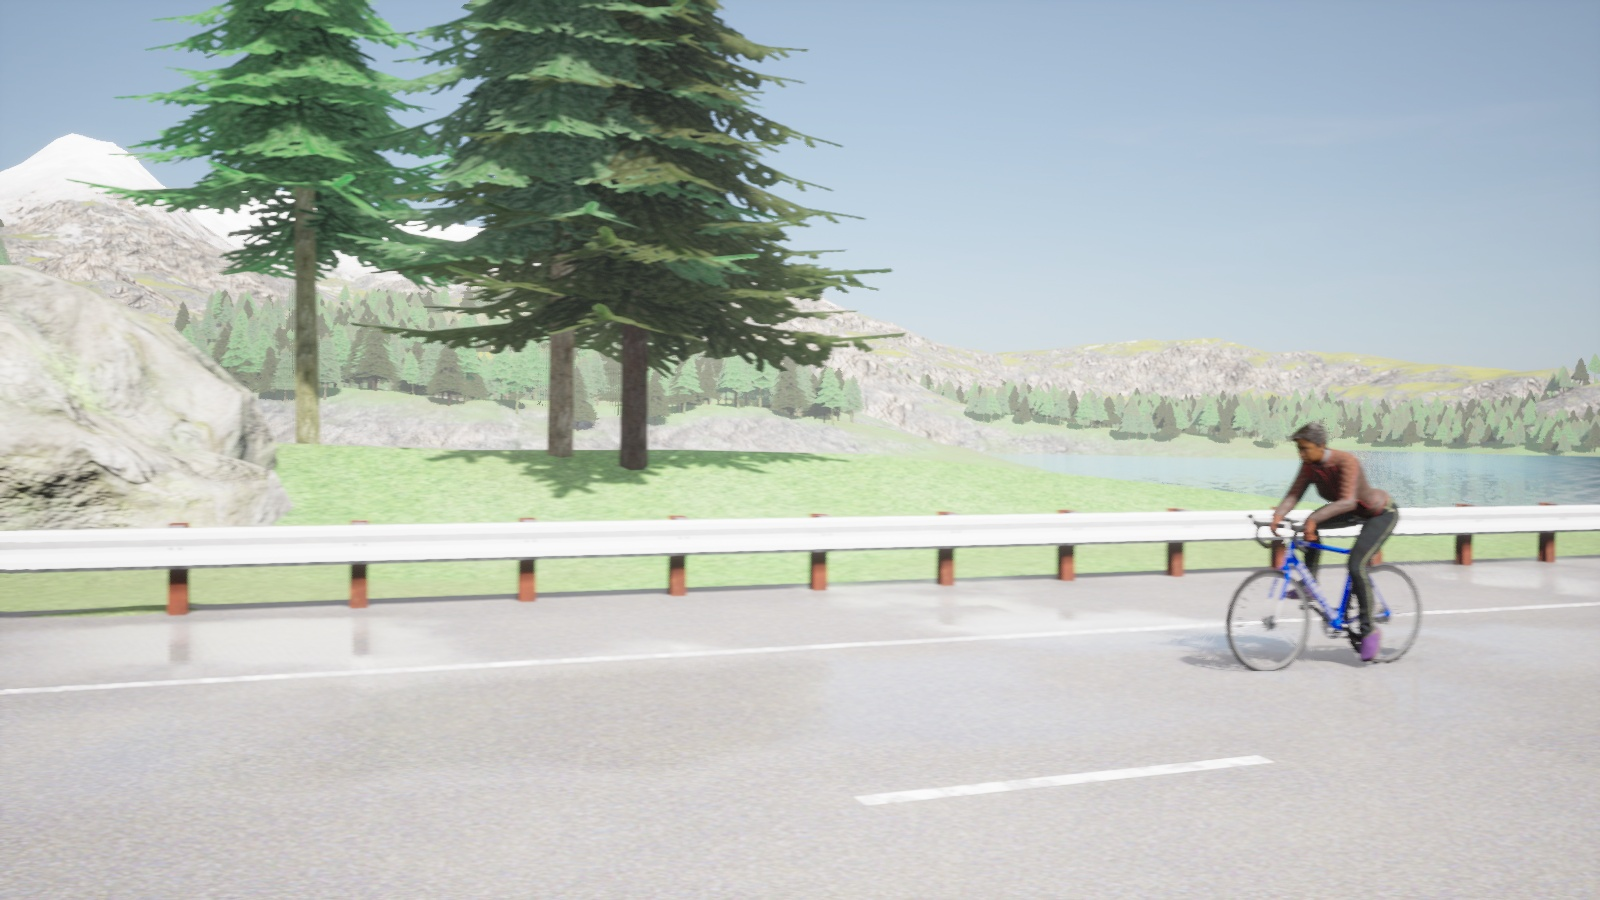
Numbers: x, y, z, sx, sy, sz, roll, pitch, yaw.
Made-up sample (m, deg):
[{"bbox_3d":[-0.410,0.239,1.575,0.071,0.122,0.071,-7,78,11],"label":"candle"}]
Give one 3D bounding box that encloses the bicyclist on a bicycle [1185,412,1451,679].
[{"bbox_3d":[3.419,0.576,8.280,1.656,1.620,0.582,-1,1,-21],"label":"bicyclist on a bicycle"}]
